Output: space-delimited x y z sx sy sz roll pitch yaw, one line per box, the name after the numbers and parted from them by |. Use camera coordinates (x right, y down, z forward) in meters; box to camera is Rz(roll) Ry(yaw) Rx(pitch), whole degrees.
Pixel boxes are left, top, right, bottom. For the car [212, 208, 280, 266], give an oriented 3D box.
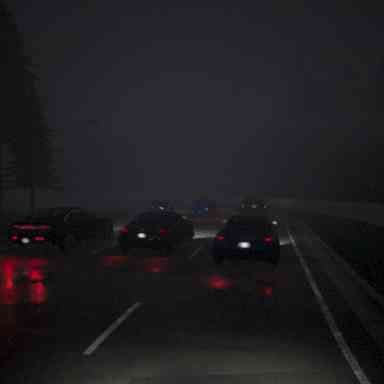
1.918 1.445 11.275 1.994 1.385 4.181 0 0 13 | car

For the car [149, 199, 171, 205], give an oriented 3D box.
-2.699 1.252 28.028 1.994 1.385 4.181 0 1 -8 | car

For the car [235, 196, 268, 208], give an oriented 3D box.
4.552 1.083 26.018 2.097 1.767 4.553 0 0 2 | car

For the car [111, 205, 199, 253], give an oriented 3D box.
-1.242 1.417 13.135 1.994 1.385 4.181 0 1 13 | car

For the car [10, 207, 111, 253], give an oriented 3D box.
-4.833 1.333 13.146 2.128 1.511 4.902 0 1 13 | car

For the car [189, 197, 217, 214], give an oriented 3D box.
0.837 1.171 28.616 1.882 1.535 5.008 1 0 -7 | car
